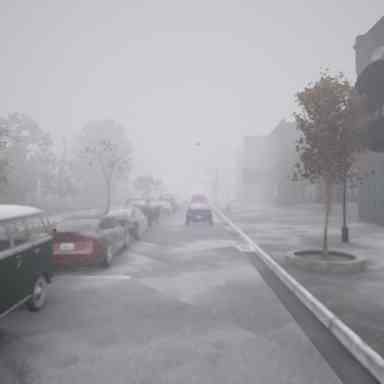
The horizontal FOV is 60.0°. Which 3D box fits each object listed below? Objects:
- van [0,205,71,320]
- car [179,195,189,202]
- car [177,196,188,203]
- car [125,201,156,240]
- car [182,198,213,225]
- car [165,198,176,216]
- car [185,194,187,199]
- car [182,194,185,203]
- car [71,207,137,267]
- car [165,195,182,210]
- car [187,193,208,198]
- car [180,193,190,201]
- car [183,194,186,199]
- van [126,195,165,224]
[{"bbox_3d":[-3.627,1.258,5.105,1.878,1.987,4.442,0,1,-1],"label":"van"},{"bbox_3d":[-2.077,1.668,83.677,2.097,1.535,5.008,0,0,3],"label":"car"},{"bbox_3d":[-2.187,1.672,78.137,2.231,1.521,4.892,0,-1,3],"label":"car"},{"bbox_3d":[-3.391,1.504,17.126,2.231,1.521,4.892,0,1,-1],"label":"car"},{"bbox_3d":[0.514,1.510,24.733,1.882,1.535,5.008,0,0,1],"label":"car"},{"bbox_3d":[-3.062,1.591,33.778,2.002,1.452,4.674,0,0,1],"label":"car"},{"bbox_3d":[-2.414,1.621,66.202,1.946,1.575,5.366,0,0,3],"label":"car"},{"bbox_3d":[-2.733,1.567,50.404,2.097,1.535,5.008,0,0,3],"label":"car"},{"bbox_3d":[-3.501,1.525,11.616,2.163,1.488,4.792,0,1,-1],"label":"car"},{"bbox_3d":[-2.929,1.325,40.523,2.435,2.045,5.566,0,0,2],"label":"car"},{"bbox_3d":[0.872,1.285,42.991,2.150,2.045,5.566,0,0,1],"label":"car"},{"bbox_3d":[-1.900,1.414,92.629,2.435,2.045,5.566,0,0,3],"label":"car"},{"bbox_3d":[-2.624,1.594,55.951,2.097,1.535,5.008,0,0,3],"label":"car"},{"bbox_3d":[-3.274,1.309,22.810,1.878,1.987,4.442,0,0,3],"label":"van"}]
